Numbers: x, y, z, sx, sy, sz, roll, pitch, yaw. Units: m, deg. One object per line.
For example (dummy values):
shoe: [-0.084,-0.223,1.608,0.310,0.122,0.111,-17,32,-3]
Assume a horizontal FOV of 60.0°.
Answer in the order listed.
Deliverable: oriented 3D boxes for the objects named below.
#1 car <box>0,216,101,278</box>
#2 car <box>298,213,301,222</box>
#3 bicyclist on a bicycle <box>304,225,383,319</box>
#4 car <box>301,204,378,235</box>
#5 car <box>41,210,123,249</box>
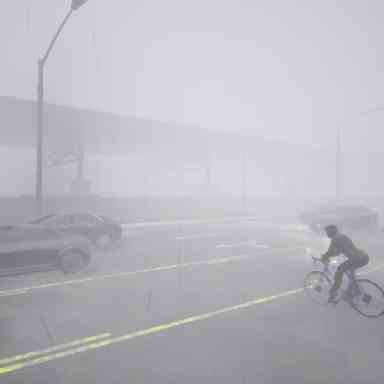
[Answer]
car: [-4.939,1.577,9.068,4.181,1.385,1.994,0,0,-35]
car: [9.448,1.539,23.533,4.181,1.385,1.994,0,0,-35]
bicyclist on a bicycle: [2.827,1.463,6.327,0.582,1.620,1.656,0,-2,-36]
car: [8.567,1.496,18.691,4.892,1.490,1.837,-1,0,-35]
car: [-5.199,1.527,13.185,4.892,1.490,1.837,0,0,-35]
